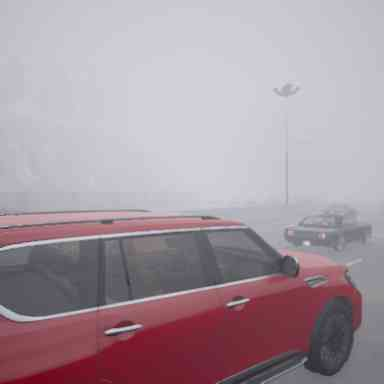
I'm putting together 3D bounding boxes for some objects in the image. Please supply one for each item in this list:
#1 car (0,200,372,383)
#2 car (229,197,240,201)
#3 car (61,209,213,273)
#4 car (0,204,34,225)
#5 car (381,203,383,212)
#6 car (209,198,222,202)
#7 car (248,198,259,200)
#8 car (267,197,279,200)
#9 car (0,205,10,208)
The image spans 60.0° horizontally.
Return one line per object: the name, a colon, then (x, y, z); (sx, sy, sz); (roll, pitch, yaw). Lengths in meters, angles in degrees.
car: (-0.285, 1.230, 3.836); (5.566, 2.045, 2.150); (0, 0, -37)
car: (7.721, 1.574, 60.073); (1.812, 1.442, 4.674); (0, 0, 12)
car: (-1.725, 1.504, 11.694); (5.008, 1.535, 1.882); (0, 0, -40)
car: (-14.513, 1.653, 23.868); (5.357, 1.411, 2.033); (0, 0, -38)
car: (21.144, 1.495, 34.998); (2.033, 1.411, 5.357); (0, 0, 26)
car: (4.255, 1.666, 60.373); (1.895, 1.301, 4.718); (0, 0, 13)
car: (10.208, 1.630, 55.394); (1.895, 1.301, 4.718); (0, 0, 15)
car: (12.136, 1.503, 50.049); (2.128, 1.511, 4.902); (0, 0, 19)
car: (-12.533, 1.656, 21.114); (4.181, 1.385, 1.994); (0, 0, -39)
